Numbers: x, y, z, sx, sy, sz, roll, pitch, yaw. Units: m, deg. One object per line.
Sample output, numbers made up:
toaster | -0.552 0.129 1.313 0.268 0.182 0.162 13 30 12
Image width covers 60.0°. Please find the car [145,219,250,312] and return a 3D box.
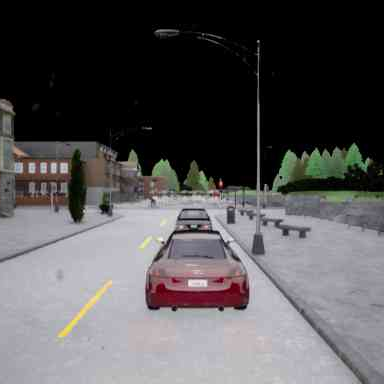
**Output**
car | 0.091 1.564 7.819 1.994 1.385 4.181 0 0 0

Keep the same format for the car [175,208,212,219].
car | 0.074 1.547 17.055 2.033 1.411 5.357 0 0 0
